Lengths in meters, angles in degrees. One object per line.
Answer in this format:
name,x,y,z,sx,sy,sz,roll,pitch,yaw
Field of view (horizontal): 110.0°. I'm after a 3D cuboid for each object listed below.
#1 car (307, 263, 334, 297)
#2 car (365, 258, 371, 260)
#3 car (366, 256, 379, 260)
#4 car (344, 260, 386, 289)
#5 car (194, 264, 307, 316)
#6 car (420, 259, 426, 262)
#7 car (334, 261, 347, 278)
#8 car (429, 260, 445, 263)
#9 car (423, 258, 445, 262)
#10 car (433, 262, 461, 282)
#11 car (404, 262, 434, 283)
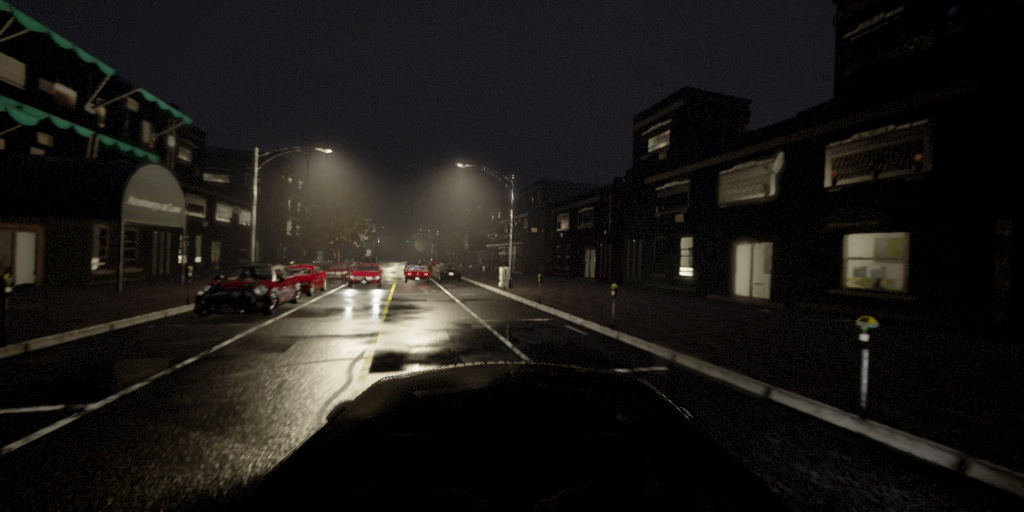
car,-10.268,1.125,17.410,1.888,1.381,4.507,0,0,-17
car,-16.648,1.180,38.667,1.802,1.307,4.207,0,0,-17
car,-21.432,0.927,54.609,2.192,1.841,5.009,0,0,-17
car,-9.123,1.200,22.739,1.812,1.442,4.674,2,-1,-17
car,-8.674,1.014,12.096,1.967,1.591,4.097,0,0,-17
car,-10.908,1.345,39.513,2.033,1.411,5.357,2,-1,-16
car,-13.458,1.171,28.038,1.802,1.307,4.207,0,0,-17
car,-7.079,1.411,35.924,1.751,1.417,4.829,0,0,-17
car,-8.626,1.205,41.076,2.192,1.841,5.009,0,0,-17
car,-5.436,1.447,30.448,1.948,1.339,4.313,0,0,-17
car,-7.607,1.391,28.681,1.895,1.301,4.718,2,-1,-16
